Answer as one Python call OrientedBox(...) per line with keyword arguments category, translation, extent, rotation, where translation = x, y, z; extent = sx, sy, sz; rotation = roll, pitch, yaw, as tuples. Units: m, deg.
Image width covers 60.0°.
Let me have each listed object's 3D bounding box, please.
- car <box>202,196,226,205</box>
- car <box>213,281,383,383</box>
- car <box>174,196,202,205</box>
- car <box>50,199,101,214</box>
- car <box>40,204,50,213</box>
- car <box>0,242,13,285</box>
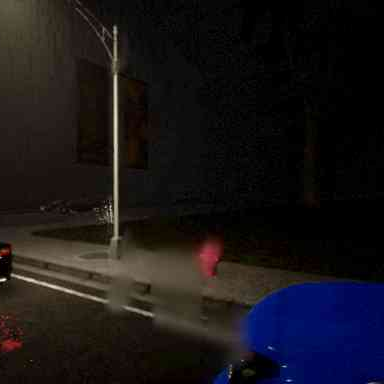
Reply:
OrientedBox(category="car", translation=(3.731, 1.439, 56.163), extent=(2.033, 1.411, 5.357), rotation=(0, 0, 35))
OrientedBox(category="car", translation=(2.803, 1.221, 1.686), extent=(5.566, 2.045, 2.150), rotation=(0, 0, 35))
OrientedBox(category="car", translation=(-0.914, 1.392, 55.245), extent=(1.882, 1.535, 5.008), rotation=(0, 0, 35))
OrientedBox(category="car", translation=(-11.636, 1.469, 34.290), extent=(1.837, 1.490, 4.892), rotation=(0, 0, 35))
OrientedBox(category="car", translation=(-14.190, 1.507, 36.304), extent=(1.812, 1.442, 4.674), rotation=(0, 0, 35))
OrientedBox(category="car", translation=(-6.362, 1.484, 8.226), extent=(5.008, 1.535, 1.882), rotation=(0, 0, 37))
